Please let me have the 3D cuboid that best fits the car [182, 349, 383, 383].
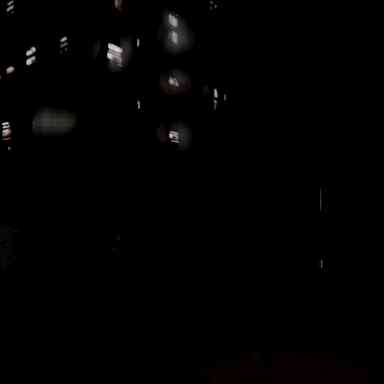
[{"bbox_3d":[1.885,1.529,1.543,4.829,1.417,1.752,0,-1,36],"label":"car"}]
